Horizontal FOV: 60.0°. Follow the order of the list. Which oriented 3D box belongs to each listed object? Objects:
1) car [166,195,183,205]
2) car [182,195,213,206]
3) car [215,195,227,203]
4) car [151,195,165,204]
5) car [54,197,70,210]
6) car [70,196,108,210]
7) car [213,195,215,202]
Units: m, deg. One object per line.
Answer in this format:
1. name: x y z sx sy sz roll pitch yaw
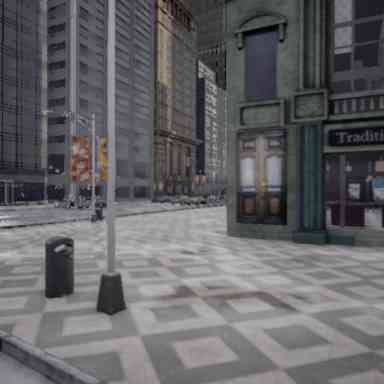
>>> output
1. car: -1.514 1.272 51.399 2.128 1.511 4.902 0 0 26
2. car: 0.903 1.398 48.950 1.895 1.301 4.718 0 0 26
3. car: 6.435 1.277 60.308 1.837 1.490 4.892 0 1 26
4. car: -5.129 1.295 58.857 2.033 1.411 5.357 0 0 26
5. car: -14.341 1.274 40.187 2.128 1.511 4.902 0 0 26
6. car: -11.410 1.301 38.790 1.837 1.490 4.892 0 0 26
7. car: 3.307 1.262 61.318 1.837 1.490 4.892 0 0 26
